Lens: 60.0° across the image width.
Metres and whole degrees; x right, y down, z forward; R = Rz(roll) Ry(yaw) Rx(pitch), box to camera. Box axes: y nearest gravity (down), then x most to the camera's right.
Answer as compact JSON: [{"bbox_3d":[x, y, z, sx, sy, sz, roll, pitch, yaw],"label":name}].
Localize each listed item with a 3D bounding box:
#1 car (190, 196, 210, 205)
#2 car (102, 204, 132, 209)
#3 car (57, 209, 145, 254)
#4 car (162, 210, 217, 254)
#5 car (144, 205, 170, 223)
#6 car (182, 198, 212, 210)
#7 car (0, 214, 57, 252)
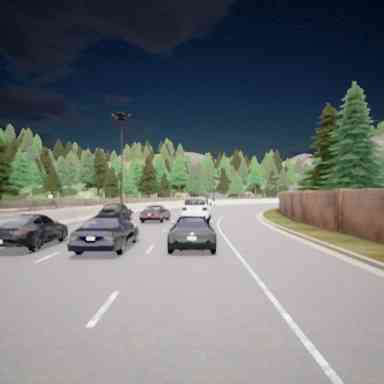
[{"bbox_3d":[1.899,1.971,80.191,2.150,2.045,5.566,0,-1,35],"label":"car"},{"bbox_3d":[-6.489,1.778,28.762,1.837,1.490,4.892,0,0,6],"label":"car"},{"bbox_3d":[-3.498,1.679,13.990,2.033,1.411,5.357,0,-1,0],"label":"car"},{"bbox_3d":[0.006,1.699,14.276,1.994,1.385,4.181,0,0,0],"label":"car"},{"bbox_3d":[-3.046,1.812,28.123,2.033,1.411,5.357,0,-1,6],"label":"car"},{"bbox_3d":[0.442,1.478,27.826,2.150,2.045,5.566,0,0,6],"label":"car"},{"bbox_3d":[-6.992,1.661,14.387,1.812,1.442,4.674,0,0,0],"label":"car"}]
